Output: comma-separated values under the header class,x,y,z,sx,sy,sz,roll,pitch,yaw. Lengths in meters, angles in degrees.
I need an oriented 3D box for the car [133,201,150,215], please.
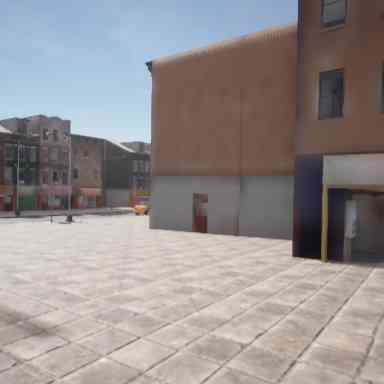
class,x,y,z,sx,sy,sz,roll,pitch,yaw
car,-4.870,1.894,40.203,2.097,1.767,4.553,2,0,36
